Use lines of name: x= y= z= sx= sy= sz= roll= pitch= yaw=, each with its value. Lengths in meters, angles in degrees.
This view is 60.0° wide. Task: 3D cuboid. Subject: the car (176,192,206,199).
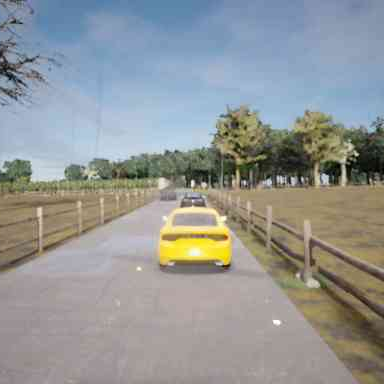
car: x=0.080 y=0.753 z=27.294 sx=2.128 sy=1.511 sz=4.902 roll=0 pitch=2 yaw=0

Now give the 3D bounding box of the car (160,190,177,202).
car: x=-2.840 y=0.453 z=41.193 sx=1.994 sy=1.385 sz=4.181 roll=0 pitch=2 yaw=0

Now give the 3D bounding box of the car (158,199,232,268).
car: x=0.075 y=1.197 z=10.270 sx=1.882 sy=1.535 sz=5.008 roll=0 pitch=2 yaw=0
